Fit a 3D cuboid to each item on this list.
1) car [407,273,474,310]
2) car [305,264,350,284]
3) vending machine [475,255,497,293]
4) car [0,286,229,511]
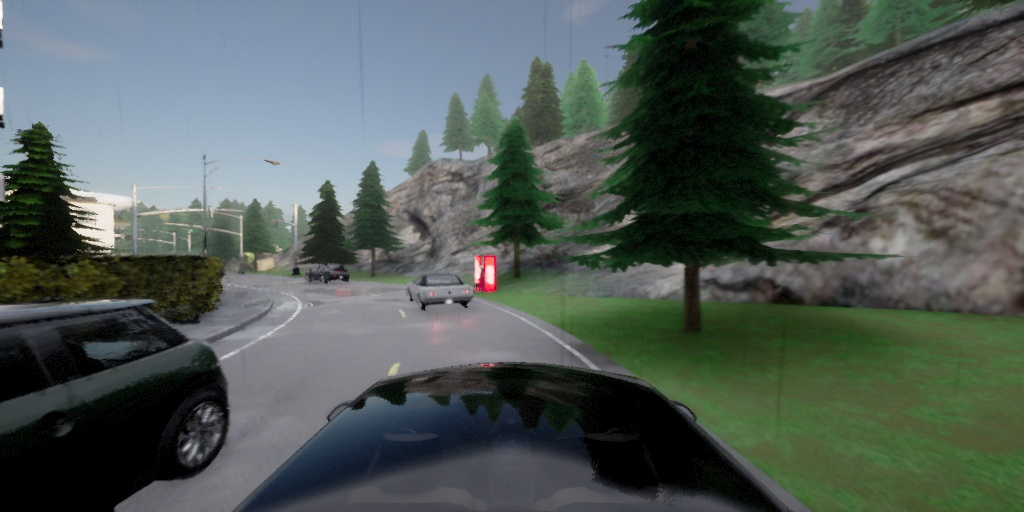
[{"bbox_3d":[-3.169,1.370,14.974,1.895,1.301,4.718,-1,0,-24],"label":"car"},{"bbox_3d":[-14.813,1.386,28.725,4.892,1.490,1.837,-1,0,40],"label":"car"},{"bbox_3d":[-1.421,0.939,19.648,1.100,2.100,0.880,0,0,-30],"label":"vending machine"},{"bbox_3d":[-3.822,1.145,1.669,2.097,1.767,4.553,-1,0,-3],"label":"car"}]
